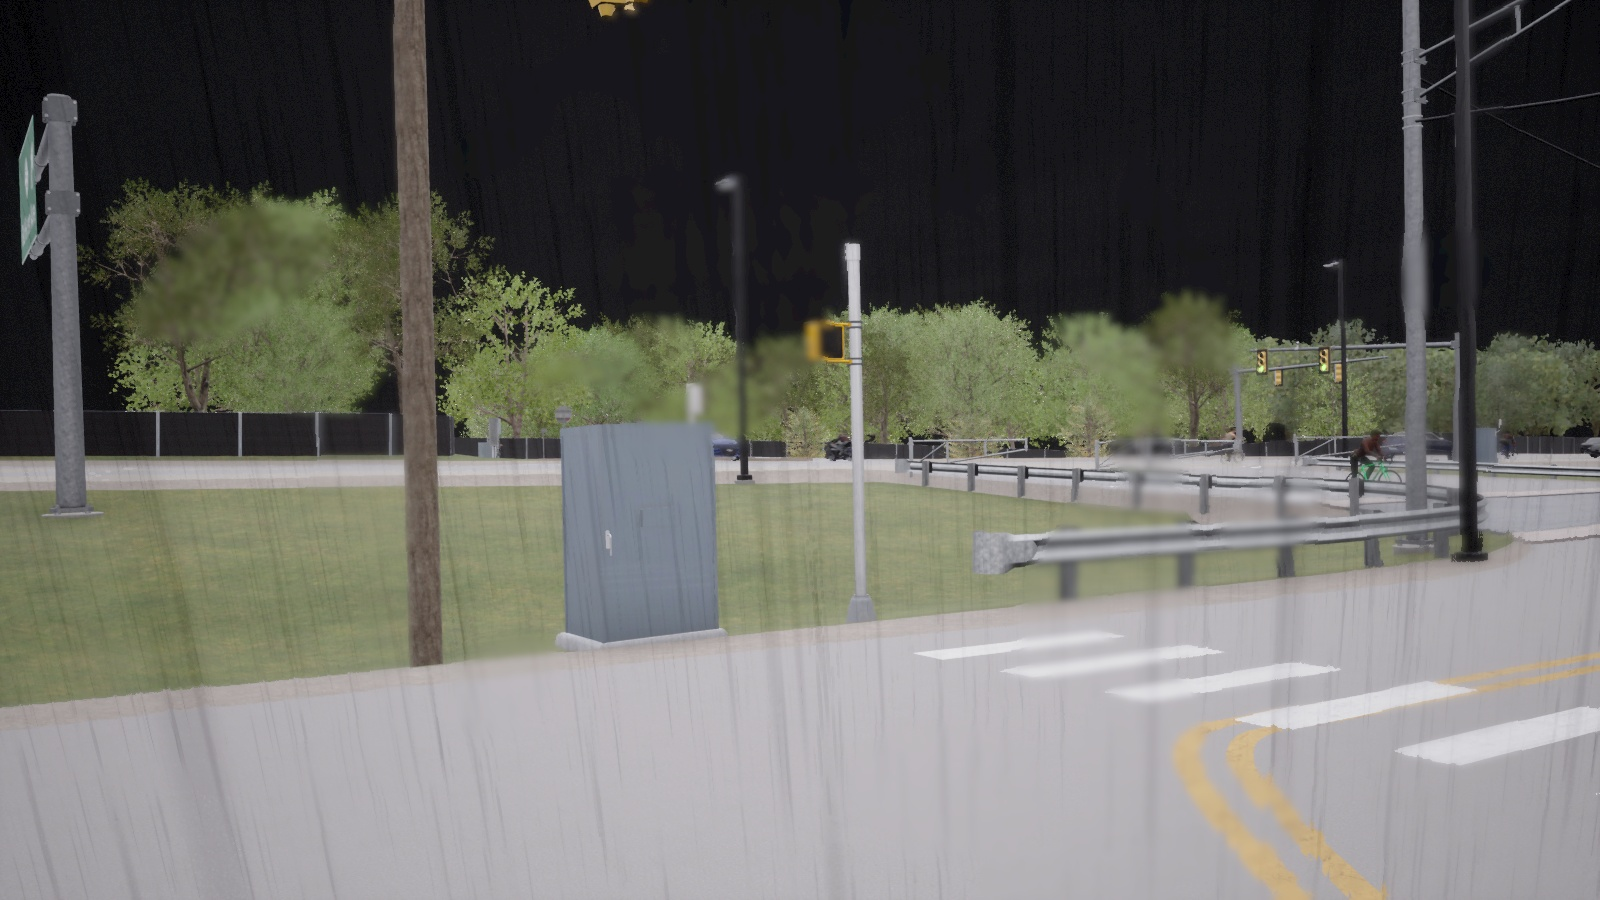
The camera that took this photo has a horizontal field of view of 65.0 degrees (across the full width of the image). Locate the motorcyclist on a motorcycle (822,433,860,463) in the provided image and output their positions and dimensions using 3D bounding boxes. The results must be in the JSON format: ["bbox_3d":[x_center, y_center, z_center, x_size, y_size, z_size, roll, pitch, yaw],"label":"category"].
[{"bbox_3d":[2.131,-0.105,66.047,0.866,1.530,2.191,0,0,-34],"label":"motorcyclist on a motorcycle"}]

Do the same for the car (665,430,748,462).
[{"bbox_3d":[-4.683,-0.200,62.417,1.882,1.535,5.008,-1,0,-34],"label":"car"}]

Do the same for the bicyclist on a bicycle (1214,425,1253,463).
[{"bbox_3d":[18.741,-0.251,54.272,1.509,1.612,0.866,0,-1,-35],"label":"bicyclist on a bicycle"}]

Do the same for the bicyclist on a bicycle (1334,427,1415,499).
[{"bbox_3d":[13.443,0.322,29.412,0.582,1.620,1.656,-1,-2,-27],"label":"bicyclist on a bicycle"}]

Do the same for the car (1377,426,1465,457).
[{"bbox_3d":[34.156,-0.478,69.007,5.027,1.651,2.152,0,0,-34],"label":"car"}]
